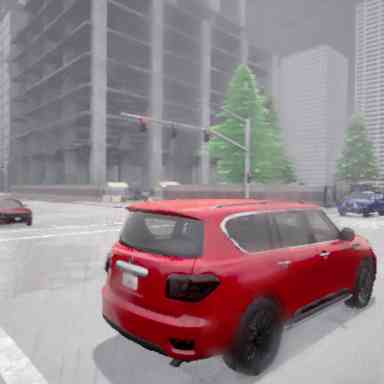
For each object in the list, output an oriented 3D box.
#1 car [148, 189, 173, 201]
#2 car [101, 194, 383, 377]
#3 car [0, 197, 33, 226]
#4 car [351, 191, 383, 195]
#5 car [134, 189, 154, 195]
[{"bbox_3d":[-4.958,0.420,51.511,1.905,1.878,3.866,0,1,-43],"label":"car"},{"bbox_3d":[1.222,1.138,5.734,5.566,2.045,2.150,0,1,-43],"label":"car"},{"bbox_3d":[-10.771,1.087,19.095,1.882,1.535,5.008,0,1,-44],"label":"car"},{"bbox_3d":[14.455,0.983,28.107,5.566,2.045,2.150,0,1,-42],"label":"car"},{"bbox_3d":[-7.093,0.428,49.488,1.905,1.878,3.866,0,1,-43],"label":"car"}]
